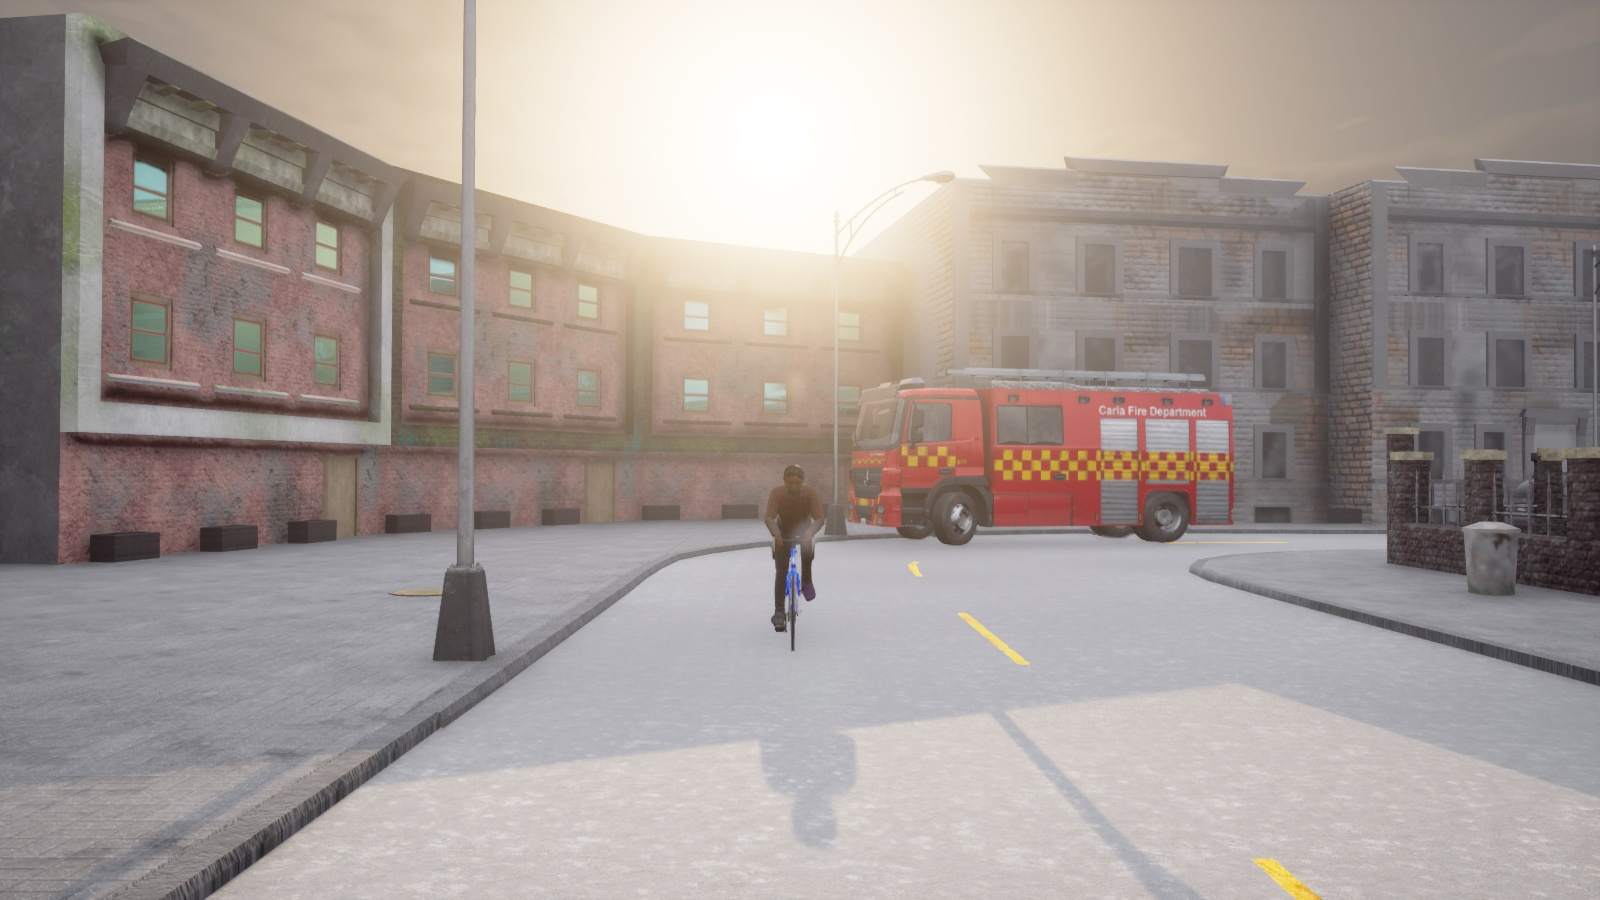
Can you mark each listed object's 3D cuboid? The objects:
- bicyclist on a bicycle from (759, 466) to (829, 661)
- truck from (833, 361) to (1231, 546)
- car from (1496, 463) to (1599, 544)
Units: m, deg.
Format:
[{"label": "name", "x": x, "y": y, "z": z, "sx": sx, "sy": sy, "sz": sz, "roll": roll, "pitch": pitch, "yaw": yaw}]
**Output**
[{"label": "bicyclist on a bicycle", "x": -0.051, "y": 0.957, "z": 11.317, "sx": 0.582, "sy": 1.620, "sz": 1.656, "roll": 0, "pitch": -1, "yaw": 0}, {"label": "truck", "x": 5.225, "y": 0.104, "z": 28.516, "sx": 8.468, "sy": 3.827, "sz": 2.891, "roll": 0, "pitch": -1, "yaw": -15}, {"label": "car", "x": 17.029, "y": 1.084, "z": 26.196, "sx": 3.988, "sy": 1.617, "sz": 1.851, "roll": 0, "pitch": -1, "yaw": -1}]
